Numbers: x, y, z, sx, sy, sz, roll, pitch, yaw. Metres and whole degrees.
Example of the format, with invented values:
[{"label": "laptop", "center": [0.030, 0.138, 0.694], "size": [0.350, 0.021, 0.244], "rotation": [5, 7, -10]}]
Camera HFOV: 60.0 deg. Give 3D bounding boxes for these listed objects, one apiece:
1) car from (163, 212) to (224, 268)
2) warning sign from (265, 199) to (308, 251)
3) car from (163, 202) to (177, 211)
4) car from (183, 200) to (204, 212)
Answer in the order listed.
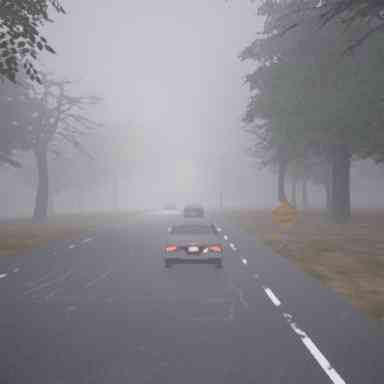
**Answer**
[{"label": "car", "center": [0.071, 1.642, 11.647], "size": [2.033, 1.411, 5.357], "rotation": [0, -1, 1]}, {"label": "warning sign", "center": [3.596, 1.222, 12.797], "size": [1.300, 1.860, 1.060], "rotation": [1, 0, 0]}, {"label": "car", "center": [-3.441, 2.268, 52.678], "size": [1.895, 1.301, 4.718], "rotation": [0, -1, 0]}, {"label": "car", "center": [0.160, 1.829, 31.828], "size": [1.882, 1.535, 5.008], "rotation": [0, -1, 0]}]
